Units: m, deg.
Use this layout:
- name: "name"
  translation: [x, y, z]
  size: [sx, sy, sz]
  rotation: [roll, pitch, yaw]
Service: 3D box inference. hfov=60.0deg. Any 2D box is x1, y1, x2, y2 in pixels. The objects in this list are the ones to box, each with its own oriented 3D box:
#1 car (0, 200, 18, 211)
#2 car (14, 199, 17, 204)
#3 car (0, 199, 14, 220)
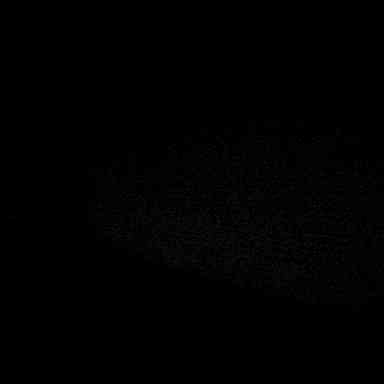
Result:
- name: "car"
  translation: [-24.492, 1.653, 41.896]
  size: [1.895, 1.301, 4.718]
  rotation: [0, 0, 14]
- name: "car"
  translation: [-21.391, 1.601, 40.028]
  size: [2.033, 1.411, 5.357]
  rotation: [0, 0, 14]
- name: "car"
  translation: [-16.280, 1.383, 25.784]
  size: [2.097, 1.767, 4.553]
  rotation: [0, 0, 1]
